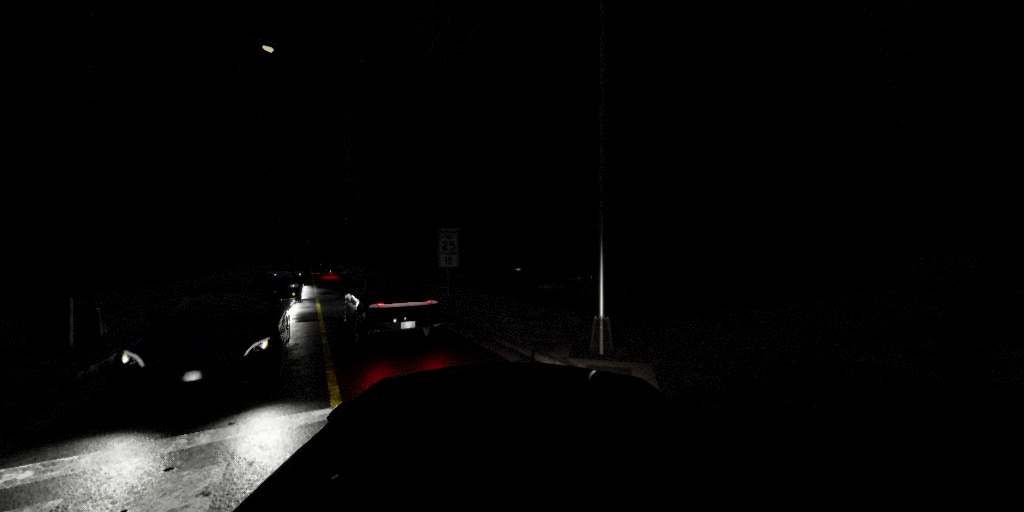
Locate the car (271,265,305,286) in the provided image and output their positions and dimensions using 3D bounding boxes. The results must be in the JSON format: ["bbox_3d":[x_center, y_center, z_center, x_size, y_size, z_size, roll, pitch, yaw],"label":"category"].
[{"bbox_3d":[-16.502,1.357,26.579,1.895,1.301,4.718,0,0,-29],"label":"car"}]

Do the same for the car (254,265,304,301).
[{"bbox_3d":[-10.907,1.317,16.677,1.994,1.385,4.181,0,0,-29],"label":"car"}]

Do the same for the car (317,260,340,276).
[{"bbox_3d":[-19.448,1.268,38.191,1.837,1.490,4.892,0,0,-29],"label":"car"}]

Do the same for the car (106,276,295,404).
[{"bbox_3d":[-5.232,1.275,6.632,1.812,1.442,4.674,0,0,-29],"label":"car"}]

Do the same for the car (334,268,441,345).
[{"bbox_3d":[-3.391,1.244,9.691,2.128,1.511,4.902,0,0,-30],"label":"car"}]
